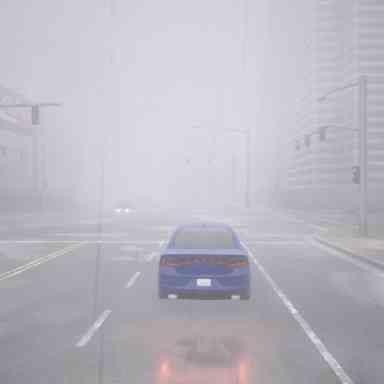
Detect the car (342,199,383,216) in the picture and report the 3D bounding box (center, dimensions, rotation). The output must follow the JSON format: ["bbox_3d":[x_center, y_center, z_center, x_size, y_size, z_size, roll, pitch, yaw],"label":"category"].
[{"bbox_3d":[17.234,1.505,32.366,4.892,1.490,1.837,0,0,2],"label":"car"}]

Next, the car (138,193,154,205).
[{"bbox_3d":[-8.684,1.223,59.264,2.150,2.045,5.566,0,0,2],"label":"car"}]

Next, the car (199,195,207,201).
[{"bbox_3d":[2.781,1.524,86.238,1.812,1.442,4.674,0,0,2],"label":"car"}]

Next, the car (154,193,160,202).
[{"bbox_3d":[-8.167,1.540,72.731,2.033,1.411,5.357,0,0,2],"label":"car"}]

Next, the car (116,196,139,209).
[{"bbox_3d":[-9.133,1.564,46.216,1.994,1.385,4.181,0,0,2],"label":"car"}]

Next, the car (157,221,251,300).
[{"bbox_3d":[0.310,1.478,8.462,1.882,1.535,5.008,0,0,2],"label":"car"}]
